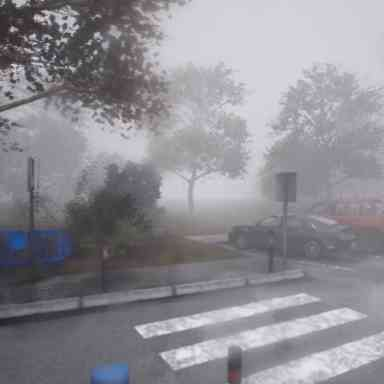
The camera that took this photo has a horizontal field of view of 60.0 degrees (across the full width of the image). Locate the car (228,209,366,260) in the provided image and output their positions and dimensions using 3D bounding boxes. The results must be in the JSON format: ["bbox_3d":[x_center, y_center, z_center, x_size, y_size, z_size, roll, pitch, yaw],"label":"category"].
[{"bbox_3d":[3.661,1.561,12.911,4.892,1.521,2.231,-1,-1,42],"label":"car"}]

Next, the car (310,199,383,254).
[{"bbox_3d":[6.269,1.337,14.318,5.566,2.045,2.435,-1,-1,42],"label":"car"}]
